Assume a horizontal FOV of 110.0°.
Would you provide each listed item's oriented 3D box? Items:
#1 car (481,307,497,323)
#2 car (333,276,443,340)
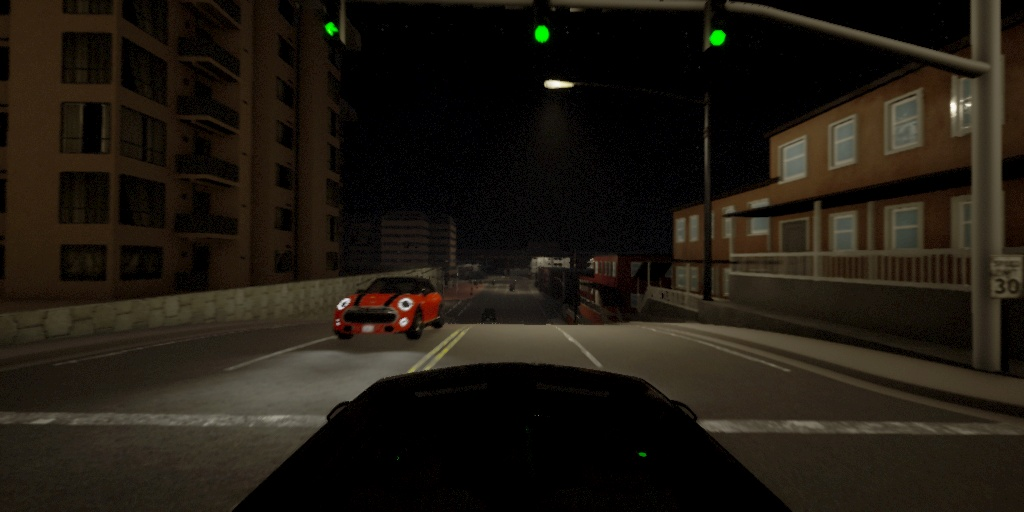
[{"bbox_3d":[-3.522,9.041,55.038,2.150,2.045,5.566,0,-4,0],"label":"car"},{"bbox_3d":[-3.488,1.399,10.986,2.097,1.767,4.553,0,-6,0],"label":"car"}]
